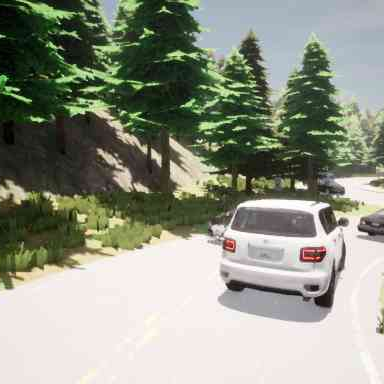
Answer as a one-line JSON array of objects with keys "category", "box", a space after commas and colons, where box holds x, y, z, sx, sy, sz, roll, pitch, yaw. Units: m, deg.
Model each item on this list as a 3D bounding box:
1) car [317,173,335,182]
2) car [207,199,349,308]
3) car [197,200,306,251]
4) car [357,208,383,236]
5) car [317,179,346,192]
[{"category": "car", "box": [26.103, -2.914, 64.578, 1.882, 1.535, 5.008, 4, 6, 38]}, {"category": "car", "box": [2.552, 1.200, 8.380, 2.150, 2.045, 5.566, 3, 2, 27]}, {"category": "car", "box": [2.694, 1.249, 14.201, 4.902, 1.511, 2.128, -1, 4, -45]}, {"category": "car", "box": [10.136, 1.414, 15.829, 5.357, 1.411, 2.033, -1, 5, -32]}, {"category": "car", "box": [16.080, -0.553, 38.930, 1.882, 1.535, 5.008, -1, 5, -2]}]
